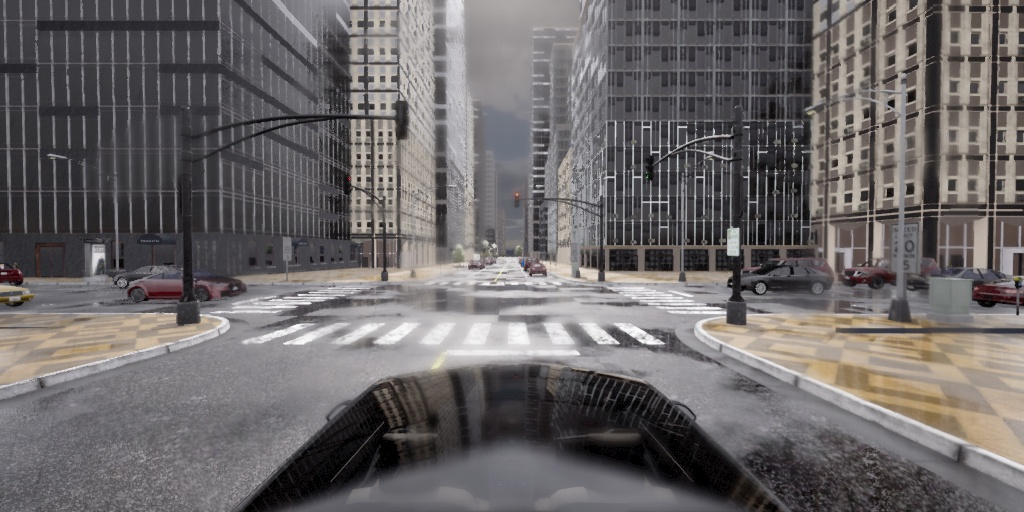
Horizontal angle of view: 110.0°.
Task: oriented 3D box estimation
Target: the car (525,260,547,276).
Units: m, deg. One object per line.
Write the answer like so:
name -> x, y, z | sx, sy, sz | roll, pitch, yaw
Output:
car -> 2.563, 1.318, 35.930 | 1.802, 1.307, 4.207 | 0, 0, 0

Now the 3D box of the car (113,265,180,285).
car -> -21.431, 1.204, 21.730 | 4.403, 1.370, 2.007 | 0, 0, 0

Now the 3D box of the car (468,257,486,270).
car -> -5.270, 1.167, 52.486 | 1.967, 1.591, 4.097 | 0, 0, 0

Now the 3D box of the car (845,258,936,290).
car -> 22.911, 1.032, 21.792 | 5.009, 1.841, 2.192 | 0, 0, 0

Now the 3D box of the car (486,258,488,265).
car -> -5.265, 1.306, 58.011 | 1.802, 1.307, 4.207 | 0, 0, 0

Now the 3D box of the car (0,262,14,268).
car -> -32.547, 1.077, 21.644 | 4.097, 1.591, 1.967 | 0, 0, 0

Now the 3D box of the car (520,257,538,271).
car -> 2.593, 1.045, 46.979 | 2.192, 1.841, 5.009 | 0, 0, 0

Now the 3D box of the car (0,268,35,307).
car -> -21.250, 1.301, 13.592 | 4.829, 1.417, 1.751 | 0, 0, 0

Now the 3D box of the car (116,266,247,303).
car -> -14.590, 1.309, 16.256 | 4.181, 1.385, 1.994 | 0, 1, -2

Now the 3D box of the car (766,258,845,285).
car -> 16.579, 1.023, 21.783 | 5.009, 1.841, 2.192 | 0, 0, 0

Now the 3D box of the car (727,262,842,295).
car -> 14.188, 1.249, 19.162 | 4.892, 1.490, 1.837 | 0, 1, 1

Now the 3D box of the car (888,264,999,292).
car -> 24.012, 1.305, 19.191 | 5.357, 1.411, 2.033 | 0, 1, 0

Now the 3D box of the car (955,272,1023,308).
car -> 20.191, 1.417, 13.650 | 4.207, 1.307, 1.802 | 0, 0, 0
